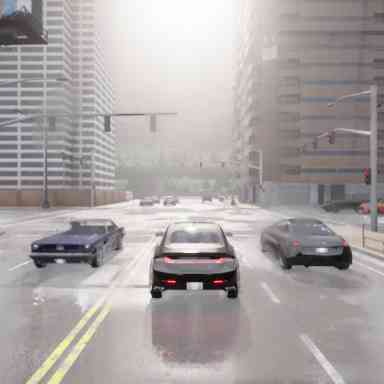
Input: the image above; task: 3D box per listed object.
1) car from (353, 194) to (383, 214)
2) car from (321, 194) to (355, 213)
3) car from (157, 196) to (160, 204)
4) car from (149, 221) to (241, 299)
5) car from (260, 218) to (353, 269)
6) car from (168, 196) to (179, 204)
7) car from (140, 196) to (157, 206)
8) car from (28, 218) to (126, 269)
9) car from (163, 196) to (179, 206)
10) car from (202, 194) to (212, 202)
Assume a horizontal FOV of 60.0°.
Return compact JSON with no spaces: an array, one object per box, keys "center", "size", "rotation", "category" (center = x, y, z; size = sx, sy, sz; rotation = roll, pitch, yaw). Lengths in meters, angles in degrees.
[{"center":[18.977,1.350,32.996],"size":[4.553,1.767,2.097],"rotation":[0,0,0],"category":"car"},{"center":[17.152,1.220,36.516],"size":[5.566,2.045,2.150],"rotation":[0,0,0],"category":"car"},{"center":[-7.132,1.522,63.211],"size":[1.812,1.442,4.674],"rotation":[0,0,1],"category":"car"},{"center":[0.055,1.491,8.462],"size":[2.128,1.511,4.902],"rotation":[0,0,0],"category":"car"},{"center":[3.566,1.563,11.112],"size":[1.994,1.385,4.181],"rotation":[0,0,0],"category":"car"},{"center":[-3.617,1.501,66.076],"size":[1.837,1.490,4.892],"rotation":[0,0,1],"category":"car"},{"center":[-7.161,1.523,53.298],"size":[1.812,1.442,4.674],"rotation":[0,0,1],"category":"car"},{"center":[-3.615,1.600,11.348],"size":[1.895,1.301,4.718],"rotation":[0,0,0],"category":"car"},{"center":[-3.656,1.489,55.092],"size":[2.128,1.511,4.902],"rotation":[0,0,0],"category":"car"},{"center":[3.406,1.351,76.835],"size":[2.097,1.767,4.553],"rotation":[0,0,0],"category":"car"}]
